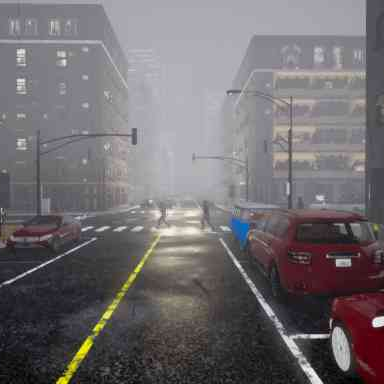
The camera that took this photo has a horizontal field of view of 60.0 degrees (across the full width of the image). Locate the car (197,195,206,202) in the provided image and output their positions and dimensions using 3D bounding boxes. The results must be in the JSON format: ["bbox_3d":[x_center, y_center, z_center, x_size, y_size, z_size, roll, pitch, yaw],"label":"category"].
[{"bbox_3d":[2.255,1.571,51.625,1.947,1.339,4.313,0,0,0],"label":"car"}]

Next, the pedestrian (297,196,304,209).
[{"bbox_3d":[5.894,1.139,18.196,0.375,1.860,0.375,0,0,0],"label":"pedestrian"}]

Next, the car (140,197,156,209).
[{"bbox_3d":[-6.080,1.569,46.043,1.947,1.339,4.313,0,0,0],"label":"car"}]

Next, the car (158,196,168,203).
[{"bbox_3d":[-6.312,1.563,73.660,1.887,1.381,4.507,0,0,0],"label":"car"}]

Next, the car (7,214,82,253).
[{"bbox_3d":[-5.807,1.581,13.639,1.802,1.307,4.206,0,0,0],"label":"car"}]

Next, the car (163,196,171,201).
[{"bbox_3d":[-6.405,1.609,84.706,1.802,1.307,4.206,0,0,0],"label":"car"}]

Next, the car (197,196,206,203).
[{"bbox_3d":[2.069,1.585,73.718,1.947,1.339,4.313,0,0,0],"label":"car"}]

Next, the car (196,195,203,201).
[{"bbox_3d":[1.927,1.557,90.457,1.752,1.417,4.829,0,0,0],"label":"car"}]

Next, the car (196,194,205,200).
[{"bbox_3d":[2.161,1.556,62.671,1.887,1.381,4.507,0,0,0],"label":"car"}]

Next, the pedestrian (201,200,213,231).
[{"bbox_3d":[0.840,1.292,18.850,0.375,1.860,0.375,0,0,0],"label":"pedestrian"}]

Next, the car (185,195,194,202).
[{"bbox_3d":[-0.631,1.536,75.533,1.812,1.442,4.674,0,0,0],"label":"car"}]

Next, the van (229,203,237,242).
[{"bbox_3d":[2.572,1.340,13.708,1.690,1.788,3.998,0,0,0],"label":"van"}]

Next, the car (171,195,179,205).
[{"bbox_3d":[-3.540,1.571,54.045,1.994,1.385,4.181,0,0,-1],"label":"car"}]

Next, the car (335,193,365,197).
[{"bbox_3d":[15.484,1.031,33.350,5.009,1.841,2.192,-1,1,-1],"label":"car"}]

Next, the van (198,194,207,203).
[{"bbox_3d":[2.113,1.356,68.194,1.690,1.788,3.998,0,0,0],"label":"van"}]

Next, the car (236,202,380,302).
[{"bbox_3d":[2.618,1.314,8.180,2.192,1.841,5.009,0,0,0],"label":"car"}]

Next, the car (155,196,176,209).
[{"bbox_3d":[-3.449,1.603,43.983,1.895,1.301,4.718,0,0,-1],"label":"car"}]

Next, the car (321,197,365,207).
[{"bbox_3d":[13.373,1.368,30.739,4.718,1.301,1.895,-1,0,-1],"label":"car"}]

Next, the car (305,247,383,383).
[{"bbox_3d":[2.667,1.544,2.652,1.887,1.381,4.507,0,0,0],"label":"car"}]

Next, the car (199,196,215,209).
[{"bbox_3d":[2.301,1.585,46.101,1.802,1.307,4.206,0,0,0],"label":"car"}]

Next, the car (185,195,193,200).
[{"bbox_3d":[-0.715,1.455,85.569,1.895,1.301,4.718,0,0,0],"label":"car"}]

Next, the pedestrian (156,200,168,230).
[{"bbox_3d":[-1.757,1.292,19.431,0.375,1.860,0.375,0,0,0],"label":"pedestrian"}]

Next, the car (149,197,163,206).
[{"bbox_3d":[-6.173,1.574,57.090,1.947,1.339,4.313,0,0,0],"label":"car"}]
